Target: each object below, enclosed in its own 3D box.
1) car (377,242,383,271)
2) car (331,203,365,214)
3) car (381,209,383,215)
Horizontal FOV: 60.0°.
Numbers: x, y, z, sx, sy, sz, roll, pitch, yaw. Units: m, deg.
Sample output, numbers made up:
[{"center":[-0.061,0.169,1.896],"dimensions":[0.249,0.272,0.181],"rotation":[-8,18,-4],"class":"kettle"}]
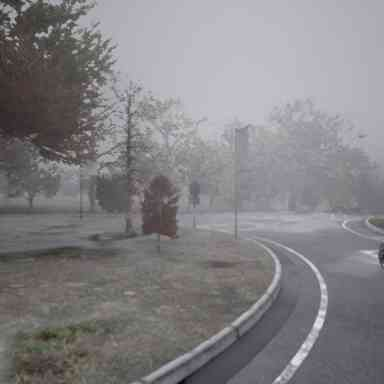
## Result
[{"center":[5.805,1.558,7.435],"dimensions":[2.033,1.411,5.357],"rotation":[0,0,16],"class":"car"},{"center":[18.720,1.995,39.865],"dimensions":[4.718,1.301,1.895],"rotation":[3,-2,-38],"class":"car"},{"center":[29.287,2.772,48.377],"dimensions":[4.674,1.442,1.812],"rotation":[6,-4,-39],"class":"car"}]
